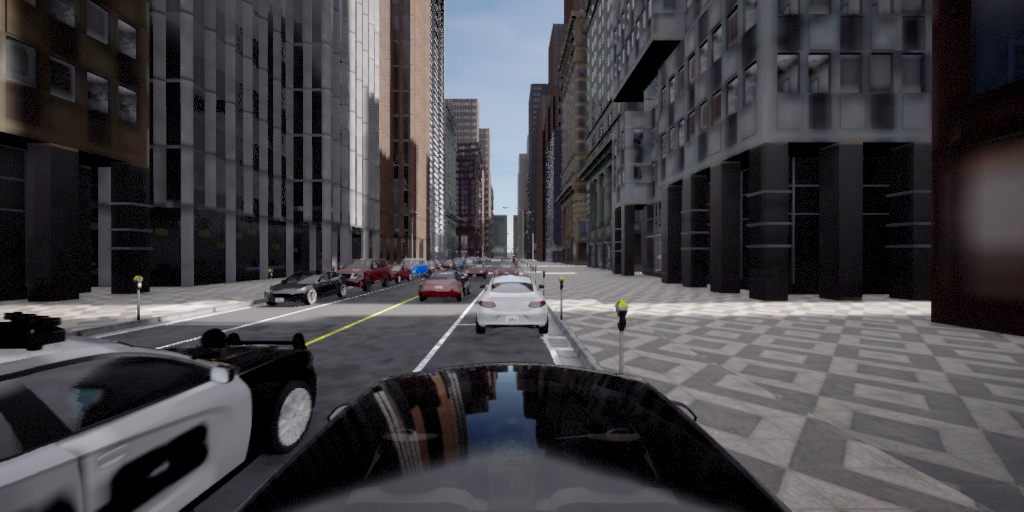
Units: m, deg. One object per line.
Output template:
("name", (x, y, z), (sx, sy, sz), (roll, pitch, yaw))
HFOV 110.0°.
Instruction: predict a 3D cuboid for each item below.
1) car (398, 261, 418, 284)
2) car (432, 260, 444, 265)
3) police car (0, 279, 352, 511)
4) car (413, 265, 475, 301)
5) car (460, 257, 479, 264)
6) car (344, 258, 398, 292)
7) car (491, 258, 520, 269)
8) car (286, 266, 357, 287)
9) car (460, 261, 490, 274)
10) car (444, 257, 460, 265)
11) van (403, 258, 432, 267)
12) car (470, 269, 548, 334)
("car", (-8.908, 1.294, 27.194), (1.888, 1.381, 4.507), (0, 0, 0))
("car", (-8.908, 1.188, 38.467), (1.967, 1.591, 4.097), (0, 0, 0))
("police car", (-3.145, 1.175, 2.179), (1.930, 1.638, 5.238), (0, 0, 0))
("car", (-3.142, 1.314, 17.467), (1.994, 1.385, 4.181), (0, 0, 0))
("car", (-6.149, 1.275, 50.483), (1.812, 1.442, 4.674), (0, 0, 0))
("car", (-8.908, 1.064, 21.556), (2.192, 1.841, 5.009), (0, 0, 0))
("car", (-0.383, 1.188, 27.203), (1.967, 1.591, 4.097), (0, 0, 0))
("car", (-8.908, 1.315, 15.920), (1.948, 1.339, 4.313), (0, 0, 0))
("car", (-3.144, 1.349, 32.225), (1.895, 1.301, 4.718), (0, 0, 0))
("car", (-8.908, 1.188, 49.741), (1.967, 1.591, 4.097), (0, 0, 0))
("van", (-8.908, 1.089, 32.830), (1.690, 1.789, 3.998), (0, 0, 0))
("car", (0.003, 1.275, 10.501), (1.812, 1.442, 4.674), (0, 0, 0))
